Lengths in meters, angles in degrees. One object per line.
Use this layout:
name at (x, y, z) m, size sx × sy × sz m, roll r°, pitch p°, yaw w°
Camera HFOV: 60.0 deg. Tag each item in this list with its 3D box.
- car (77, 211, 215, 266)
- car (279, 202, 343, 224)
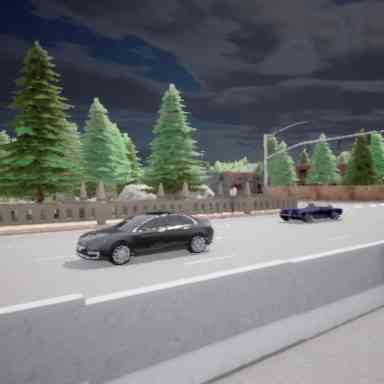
car at (-1.440, 1.463, 11.548) m, size 4.892 × 1.490 × 1.837 m, roll -1°, pitch 0°, yaw -35°
car at (8.074, 1.344, 22.496) m, size 4.718 × 1.301 × 1.895 m, roll -1°, pitch 1°, yaw -35°
